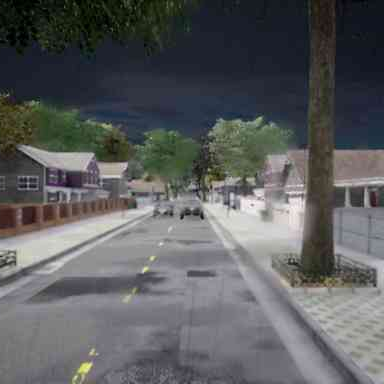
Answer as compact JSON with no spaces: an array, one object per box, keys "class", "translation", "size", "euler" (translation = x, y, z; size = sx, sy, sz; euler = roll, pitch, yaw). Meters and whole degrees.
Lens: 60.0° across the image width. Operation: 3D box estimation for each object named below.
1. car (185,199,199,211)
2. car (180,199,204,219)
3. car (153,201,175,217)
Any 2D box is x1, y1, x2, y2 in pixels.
[{"class":"car","translation":[0.058,1.705,45.165],"size":[1.812,1.442,4.674],"euler":[0,0,0]},{"class":"car","translation":[0.015,1.474,30.623],"size":[2.097,1.767,4.553],"euler":[0,0,0]},{"class":"car","translation":[-2.747,1.624,33.223],"size":[2.128,1.511,4.902],"euler":[0,0,0]}]
